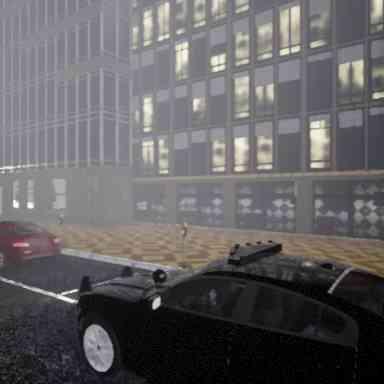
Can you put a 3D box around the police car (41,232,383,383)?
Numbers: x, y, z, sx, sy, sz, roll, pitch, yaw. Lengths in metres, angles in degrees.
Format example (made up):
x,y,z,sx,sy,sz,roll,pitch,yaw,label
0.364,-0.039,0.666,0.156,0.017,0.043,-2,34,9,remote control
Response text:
x,y,z,sx,sy,sz,roll,pitch,yaw,label
0.606,1.431,3.927,5.238,1.638,1.930,0,0,36,police car

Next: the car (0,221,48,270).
x,y,z,sx,sy,sz,roll,pitch,yaw,label
-5.945,1.585,10.811,4.206,1.307,1.802,0,0,36,car
